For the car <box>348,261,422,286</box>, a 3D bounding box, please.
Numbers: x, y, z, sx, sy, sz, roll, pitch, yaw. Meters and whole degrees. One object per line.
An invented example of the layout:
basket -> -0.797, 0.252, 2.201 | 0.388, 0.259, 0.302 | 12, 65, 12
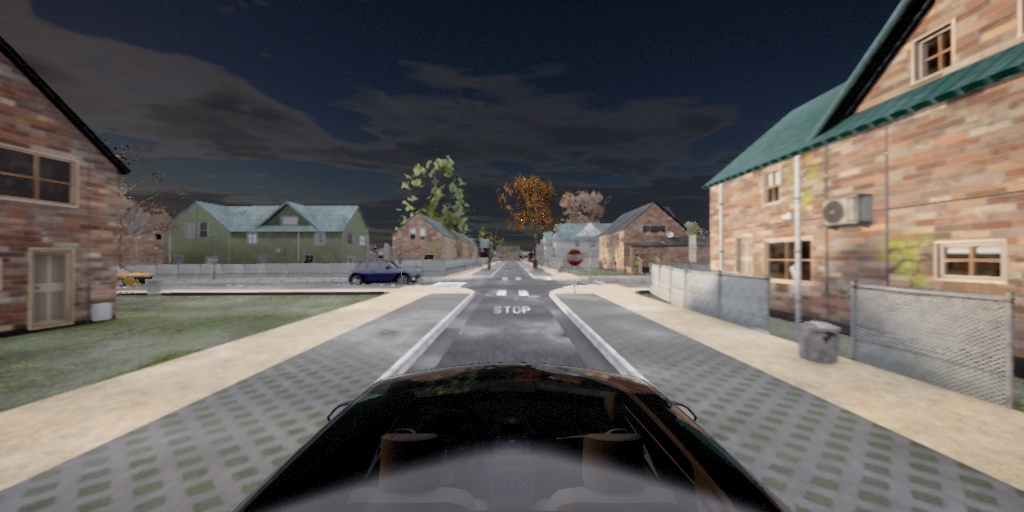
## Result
car -> -8.488, 1.086, 24.212 | 4.553, 1.767, 2.097 | -1, 0, 1

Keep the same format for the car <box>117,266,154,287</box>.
car -> -27.368, 1.395, 24.444 | 5.008, 1.535, 1.882 | 0, 0, 1
